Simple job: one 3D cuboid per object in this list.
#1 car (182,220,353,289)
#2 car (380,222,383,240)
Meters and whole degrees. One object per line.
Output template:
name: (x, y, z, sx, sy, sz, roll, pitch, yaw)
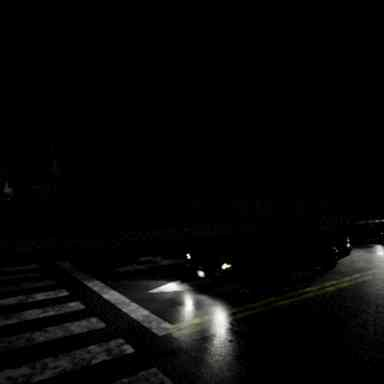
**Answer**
car: (2.374, 1.534, 9.361, 5.357, 1.411, 2.033, 0, 0, -36)
car: (10.427, 1.473, 15.116, 4.902, 1.511, 2.128, 0, 0, -35)
